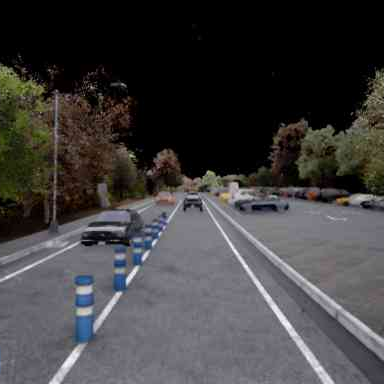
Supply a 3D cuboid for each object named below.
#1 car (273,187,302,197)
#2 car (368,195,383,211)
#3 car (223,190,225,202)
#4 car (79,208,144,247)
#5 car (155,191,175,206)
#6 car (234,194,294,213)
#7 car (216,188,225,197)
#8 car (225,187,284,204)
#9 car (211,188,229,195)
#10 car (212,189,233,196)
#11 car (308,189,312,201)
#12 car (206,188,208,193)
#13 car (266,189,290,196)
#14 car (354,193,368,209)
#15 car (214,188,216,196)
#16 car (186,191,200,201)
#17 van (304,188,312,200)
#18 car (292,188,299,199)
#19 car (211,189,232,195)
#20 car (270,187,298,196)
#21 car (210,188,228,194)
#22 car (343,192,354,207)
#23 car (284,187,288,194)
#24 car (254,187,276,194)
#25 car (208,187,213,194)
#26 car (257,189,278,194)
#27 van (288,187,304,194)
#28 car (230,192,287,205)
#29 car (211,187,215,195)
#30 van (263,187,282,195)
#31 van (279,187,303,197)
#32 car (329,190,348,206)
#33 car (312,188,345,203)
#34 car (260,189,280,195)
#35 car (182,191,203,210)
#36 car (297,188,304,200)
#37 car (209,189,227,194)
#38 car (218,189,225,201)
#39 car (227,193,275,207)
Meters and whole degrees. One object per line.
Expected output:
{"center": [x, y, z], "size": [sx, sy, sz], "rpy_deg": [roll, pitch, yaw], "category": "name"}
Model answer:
{"center": [20.143, -0.023, 70.266], "size": [5.566, 2.045, 2.435], "rpy_deg": [0, 1, 0], "category": "car"}
{"center": [19.897, 1.014, 31.632], "size": [4.553, 1.767, 2.185], "rpy_deg": [0, 2, 0], "category": "car"}
{"center": [6.879, 0.849, 42.716], "size": [4.892, 1.521, 2.231], "rpy_deg": [0, 2, 0], "category": "car"}
{"center": [-3.358, 1.469, 15.033], "size": [2.033, 1.411, 5.357], "rpy_deg": [0, 1, 0], "category": "car"}
{"center": [-3.309, 0.697, 41.095], "size": [2.097, 1.767, 4.553], "rpy_deg": [0, 1, 1], "category": "car"}
{"center": [6.756, 1.177, 31.617], "size": [4.792, 1.488, 2.163], "rpy_deg": [0, 2, 0], "category": "car"}
{"center": [6.755, 0.620, 51.163], "size": [5.366, 1.575, 1.946], "rpy_deg": [0, 2, 0], "category": "car"}
{"center": [6.858, 0.747, 37.159], "size": [5.566, 2.045, 2.435], "rpy_deg": [0, 2, 0], "category": "car"}
{"center": [7.194, -0.198, 87.111], "size": [4.553, 1.767, 2.185], "rpy_deg": [0, 1, 0], "category": "car"}
{"center": [7.165, 0.081, 78.786], "size": [4.892, 1.521, 2.231], "rpy_deg": [0, 1, 0], "category": "car"}
{"center": [19.968, 0.724, 48.125], "size": [4.792, 1.488, 2.163], "rpy_deg": [0, 2, 0], "category": "car"}
{"center": [7.018, -0.024, 84.339], "size": [5.366, 1.575, 1.946], "rpy_deg": [0, 1, 0], "category": "car"}
{"center": [20.232, 0.076, 78.580], "size": [5.008, 1.535, 2.097], "rpy_deg": [0, 1, 0], "category": "car"}
{"center": [19.857, 1.097, 34.281], "size": [4.792, 1.488, 2.163], "rpy_deg": [0, 2, 0], "category": "car"}
{"center": [7.056, 0.414, 62.132], "size": [4.792, 1.488, 2.163], "rpy_deg": [0, 1, 0], "category": "car"}
{"center": [0.118, 0.568, 53.680], "size": [2.128, 1.511, 4.902], "rpy_deg": [0, 1, 0], "category": "car"}
{"center": [20.136, 0.393, 51.010], "size": [4.442, 1.987, 1.878], "rpy_deg": [0, 1, 0], "category": "van"}
{"center": [20.091, 0.520, 56.426], "size": [4.792, 1.488, 2.163], "rpy_deg": [0, 1, 0], "category": "car"}
{"center": [7.175, 0.030, 81.562], "size": [4.892, 1.521, 2.231], "rpy_deg": [0, 1, 0], "category": "car"}
{"center": [20.166, -0.073, 73.036], "size": [5.566, 2.045, 2.435], "rpy_deg": [0, 1, 0], "category": "car"}
{"center": [7.216, -0.248, 89.887], "size": [4.553, 1.767, 2.185], "rpy_deg": [0, 1, 0], "category": "car"}
{"center": [19.906, 1.033, 37.050], "size": [4.674, 1.452, 2.002], "rpy_deg": [0, 2, 0], "category": "car"}
{"center": [20.111, 0.380, 61.962], "size": [5.008, 1.535, 2.097], "rpy_deg": [0, 1, 0], "category": "car"}
{"center": [20.320, -0.430, 92.549], "size": [5.566, 2.045, 2.435], "rpy_deg": [0, 1, 0], "category": "car"}
{"center": [6.952, 0.128, 76.012], "size": [5.366, 1.575, 1.946], "rpy_deg": [0, 1, 0], "category": "car"}
{"center": [20.320, -0.126, 89.659], "size": [5.008, 1.535, 2.097], "rpy_deg": [0, 1, 0], "category": "car"}
{"center": [19.975, 0.208, 59.173], "size": [4.442, 1.987, 1.878], "rpy_deg": [0, 1, 0], "category": "van"}
{"center": [6.813, 1.073, 34.391], "size": [5.008, 1.535, 2.097], "rpy_deg": [0, 2, 0], "category": "car"}
{"center": [7.086, 0.211, 73.236], "size": [4.792, 1.488, 2.163], "rpy_deg": [0, 1, 0], "category": "car"}
{"center": [20.399, -0.253, 84.240], "size": [4.442, 1.987, 1.878], "rpy_deg": [0, 1, 0], "category": "van"}
{"center": [20.033, 0.053, 67.498], "size": [4.442, 1.987, 1.878], "rpy_deg": [0, 1, 0], "category": "van"}
{"center": [19.745, 0.915, 39.820], "size": [5.366, 1.575, 1.946], "rpy_deg": [0, 2, 0], "category": "car"}
{"center": [20.003, 0.518, 45.349], "size": [5.566, 2.045, 2.435], "rpy_deg": [0, 2, 0], "category": "car"}
{"center": [20.301, -0.035, 86.889], "size": [4.674, 1.452, 2.002], "rpy_deg": [0, 1, 0], "category": "car"}
{"center": [0.086, 1.016, 33.589], "size": [1.837, 1.490, 4.892], "rpy_deg": [0, 1, 0], "category": "car"}
{"center": [20.070, 0.580, 53.788], "size": [4.792, 1.488, 2.163], "rpy_deg": [0, 1, 0], "category": "car"}
{"center": [7.264, -0.174, 92.665], "size": [5.008, 1.535, 2.097], "rpy_deg": [0, 1, 0], "category": "car"}
{"center": [6.710, 0.770, 45.492], "size": [5.366, 1.575, 1.946], "rpy_deg": [0, 2, 0], "category": "car"}
{"center": [7.037, 0.920, 39.939], "size": [5.366, 1.575, 1.946], "rpy_deg": [0, 2, 0], "category": "car"}
